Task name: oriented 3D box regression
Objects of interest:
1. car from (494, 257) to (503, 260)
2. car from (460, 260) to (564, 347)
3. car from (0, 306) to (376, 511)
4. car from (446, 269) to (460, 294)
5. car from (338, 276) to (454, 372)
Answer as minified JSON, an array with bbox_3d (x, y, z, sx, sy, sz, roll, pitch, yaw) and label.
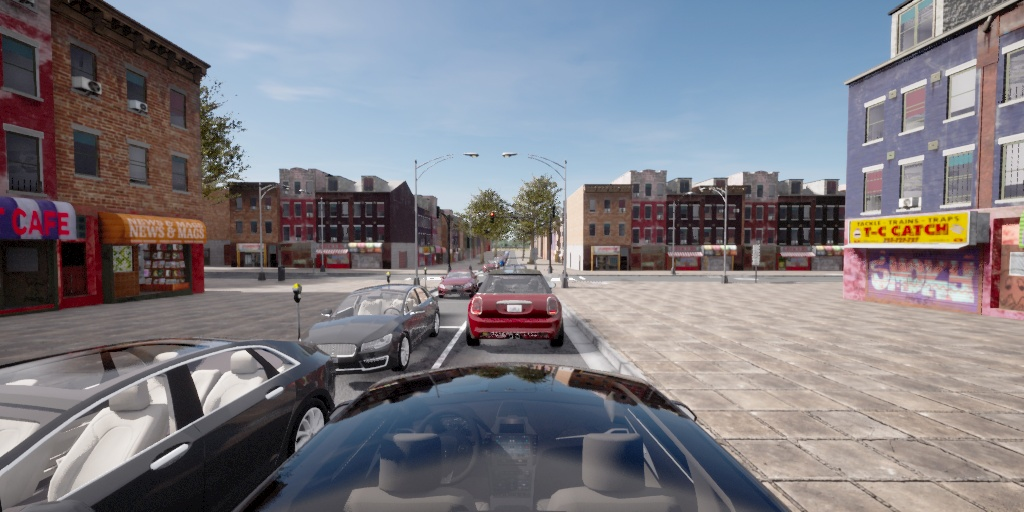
[{"bbox_3d":[-2.565,1.236,45.138,1.967,1.591,4.097,0,0,0],"label":"car"},{"bbox_3d":[0.111,1.100,9.512,2.097,1.767,4.553,0,0,2],"label":"car"},{"bbox_3d":[-2.640,1.300,2.020,2.007,1.370,4.403,0,0,0],"label":"car"},{"bbox_3d":[-2.611,1.333,18.363,1.802,1.307,4.207,0,0,0],"label":"car"},{"bbox_3d":[-2.630,1.298,7.469,2.007,1.370,4.403,0,0,0],"label":"car"}]
